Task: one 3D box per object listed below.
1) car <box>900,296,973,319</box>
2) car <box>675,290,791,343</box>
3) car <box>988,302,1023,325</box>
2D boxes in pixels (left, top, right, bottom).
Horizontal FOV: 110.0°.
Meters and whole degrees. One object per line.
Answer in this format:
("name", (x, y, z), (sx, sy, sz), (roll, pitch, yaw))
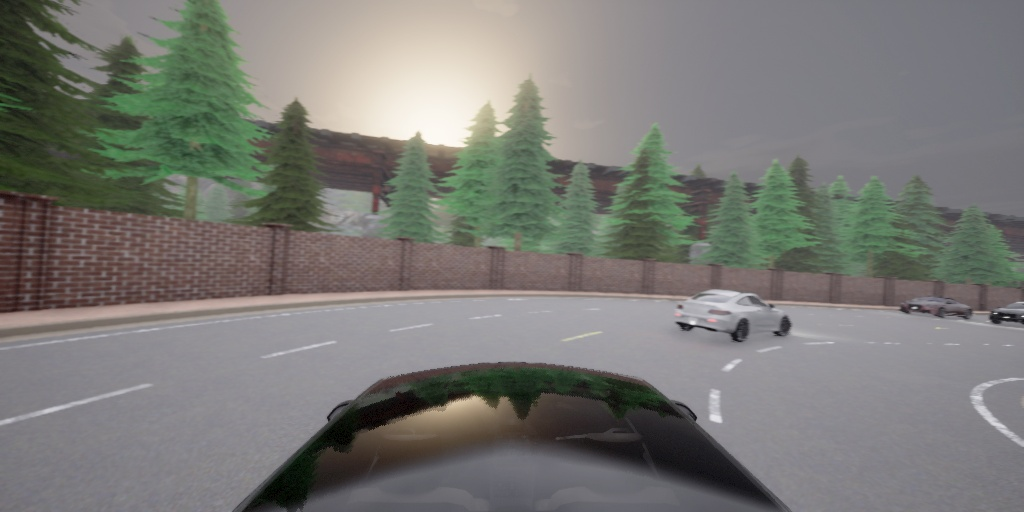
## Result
("car", (29.778, 3.553, 25.203), (4.181, 1.385, 1.994), (4, -1, -13))
("car", (7.295, 1.863, 11.838), (4.674, 1.442, 1.812), (4, -1, -33))
("car", (32.184, 3.634, 22.158), (4.892, 1.490, 1.837), (4, -1, -13))
